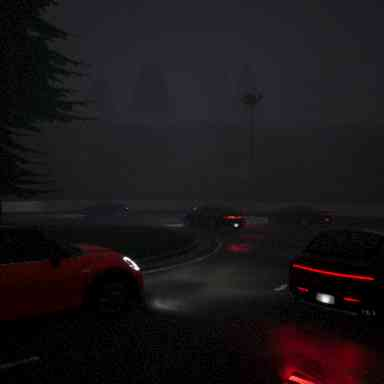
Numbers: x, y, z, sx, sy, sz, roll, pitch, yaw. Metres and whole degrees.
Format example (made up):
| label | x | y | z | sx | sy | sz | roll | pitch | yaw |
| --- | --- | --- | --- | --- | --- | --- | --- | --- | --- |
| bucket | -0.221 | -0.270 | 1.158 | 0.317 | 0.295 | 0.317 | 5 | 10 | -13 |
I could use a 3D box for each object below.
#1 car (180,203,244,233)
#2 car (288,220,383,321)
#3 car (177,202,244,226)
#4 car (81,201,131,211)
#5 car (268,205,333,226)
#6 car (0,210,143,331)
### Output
| label | x | y | z | sx | sy | sz | roll | pitch | yaw |
| --- | --- | --- | --- | --- | --- | --- | --- | --- | --- |
| car | 1.239 | 1.607 | 20.775 | 1.837 | 1.490 | 4.892 | 3 | -2 | -31 |
| car | 3.823 | 1.563 | 7.436 | 1.837 | 1.490 | 4.892 | 2 | 1 | 41 |
| car | 1.322 | 1.602 | 25.635 | 5.008 | 1.535 | 1.882 | 0 | -1 | 40 |
| car | -8.188 | 1.615 | 31.587 | 4.674 | 1.442 | 1.812 | 0 | -1 | -3 |
| car | 7.545 | 1.634 | 23.678 | 1.882 | 1.535 | 5.008 | 1 | -1 | -28 |
| car | -3.144 | 1.358 | 5.874 | 4.553 | 1.767 | 2.097 | 1 | 0 | -37 |
